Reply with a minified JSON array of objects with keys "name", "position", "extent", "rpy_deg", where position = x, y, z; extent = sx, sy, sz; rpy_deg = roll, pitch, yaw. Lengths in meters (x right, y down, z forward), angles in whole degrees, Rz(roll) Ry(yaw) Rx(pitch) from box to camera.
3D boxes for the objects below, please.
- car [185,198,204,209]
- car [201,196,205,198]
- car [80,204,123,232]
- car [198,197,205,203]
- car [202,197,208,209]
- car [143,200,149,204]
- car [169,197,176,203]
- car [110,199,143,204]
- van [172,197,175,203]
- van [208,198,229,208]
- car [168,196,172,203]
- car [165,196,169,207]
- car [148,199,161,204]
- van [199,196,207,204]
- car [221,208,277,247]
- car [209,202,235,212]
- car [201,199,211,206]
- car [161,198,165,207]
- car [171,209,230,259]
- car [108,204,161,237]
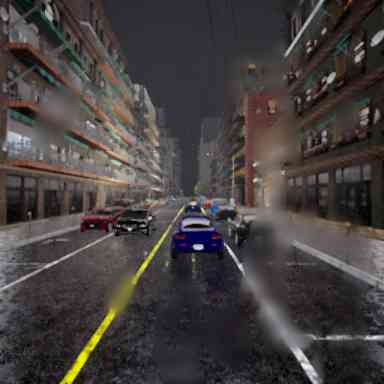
[{"name":"car","position":[0.128,1.858,41.937],"extent":[1.994,1.385,4.181],"rpy_deg":[0,0,0]},{"name":"car","position":[2.735,1.886,60.773],"extent":[1.967,1.590,4.097],"rpy_deg":[0,0,0]},{"name":"car","position":[-5.672,1.686,21.128],"extent":[1.887,1.381,4.507],"rpy_deg":[0,0,0]},{"name":"car","position":[2.756,2.182,94.760],"extent":[1.967,1.590,4.097],"rpy_deg":[0,-1,0]},{"name":"car","position":[2.726,1.898,49.443],"extent":[1.887,1.381,4.507],"rpy_deg":[0,0,0]},{"name":"car","position":[-5.664,1.788,32.455],"extent":[1.947,1.339,4.313],"rpy_deg":[0,0,0]},{"name":"car","position":[-5.624,2.266,94.595],"extent":[1.752,1.417,4.829],"rpy_deg":[0,-1,0]},{"name":"car","position":[-5.666,1.496,26.795],"extent":[2.192,1.841,5.009],"rpy_deg":[0,0,0]},{"name":"van","position":[-5.631,1.978,83.439],"extent":[1.690,1.788,3.998],"rpy_deg":[0,-1,0]},{"name":"van","position":[2.717,1.564,32.451],"extent":[1.690,1.788,3.998],"rpy_deg":[0,0,0]},{"name":"car","position":[-5.642,1.932,66.445],"extent":[1.967,1.590,4.097],"rpy_deg":[0,0,0]},{"name":"car","position":[-5.646,1.969,60.609],"extent":[1.752,1.417,4.829],"rpy_deg":[0,0,0]},{"name":"car","position":[-5.657,1.748,43.786],"extent":[1.967,1.590,4.097],"rpy_deg":[0,0,0]},{"name":"van","position":[2.749,1.979,83.433],"extent":[1.690,1.788,3.998],"rpy_deg":[0,-1,0]},{"name":"car","position":[2.705,1.653,15.457],"extent":[2.008,1.369,4.403],"rpy_deg":[0,0,0]},{"name":"car","position":[2.712,1.732,26.787],"extent":[2.008,1.369,4.403],"rpy_deg":[0,0,0]},{"name":"car","position":[2.738,2.074,66.437],"extent":[1.802,1.307,4.206],"rpy_deg":[0,0,0]},{"name":"car","position":[-5.654,1.904,49.450],"extent":[2.008,1.369,4.403],"rpy_deg":[0,0,0]},{"name":"car","position":[0.151,1.611,12.940],"extent":[1.812,1.442,4.674],"rpy_deg":[0,0,-2]},{"name":"car","position":[-3.089,1.630,18.904],"extent":[1.837,1.490,4.892],"rpy_deg":[0,0,0]}]
